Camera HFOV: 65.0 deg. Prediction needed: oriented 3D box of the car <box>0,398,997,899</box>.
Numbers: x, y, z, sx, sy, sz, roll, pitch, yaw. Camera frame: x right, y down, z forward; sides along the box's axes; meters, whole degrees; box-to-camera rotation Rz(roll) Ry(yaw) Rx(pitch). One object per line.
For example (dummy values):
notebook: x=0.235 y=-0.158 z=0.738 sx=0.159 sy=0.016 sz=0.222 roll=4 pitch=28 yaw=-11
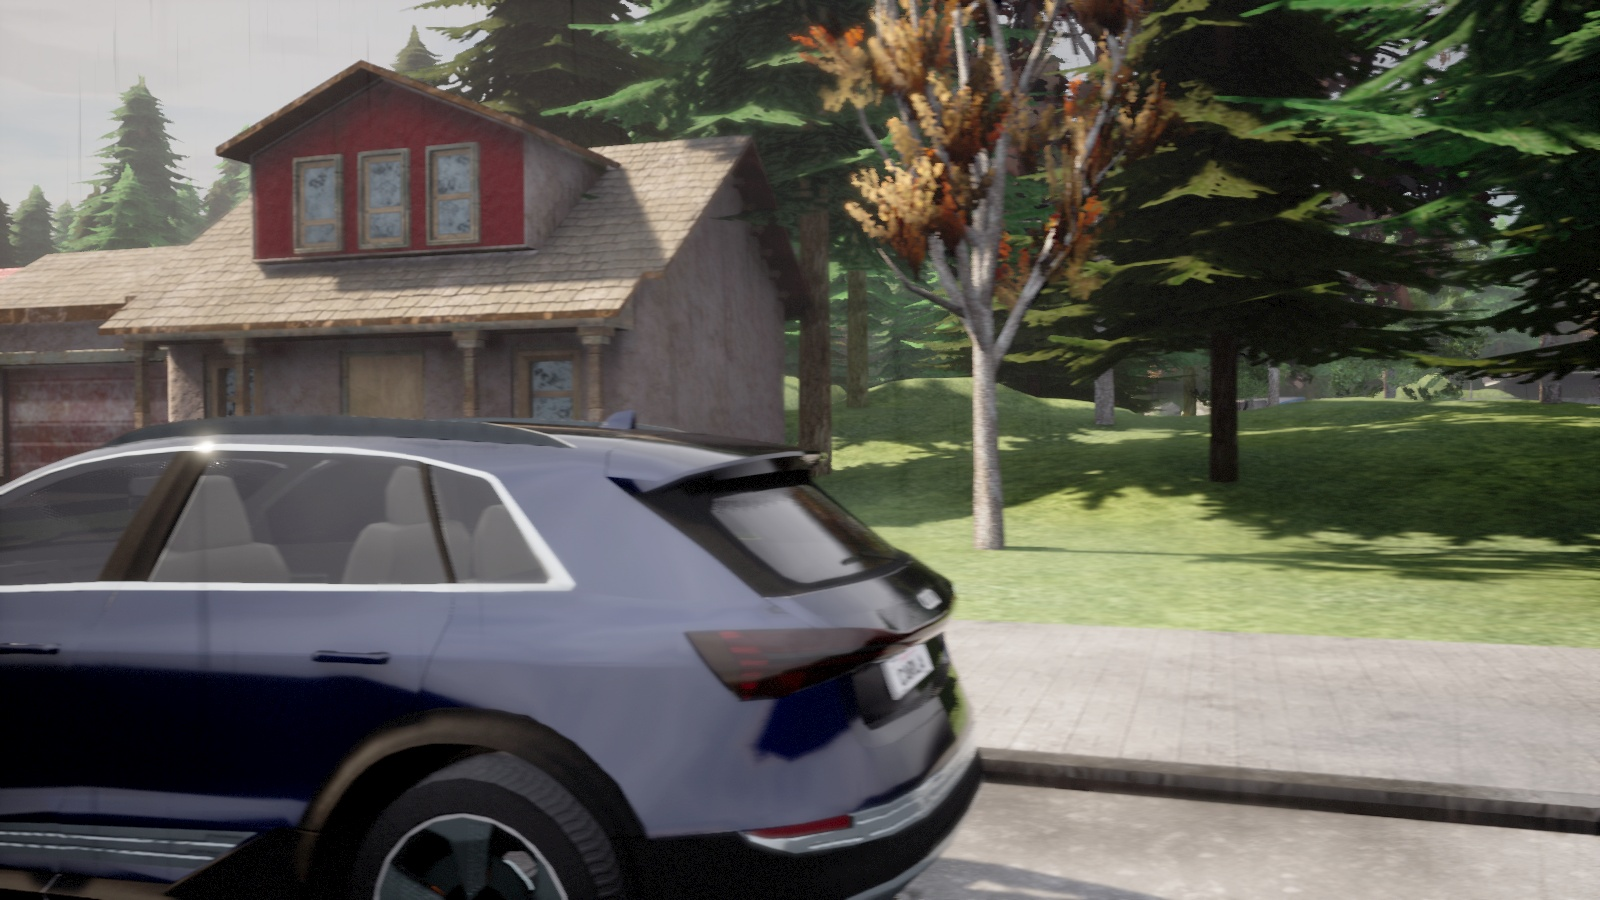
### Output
car: x=-1.907 y=0.680 z=4.368 sx=4.856 sy=1.649 sz=2.033 roll=1 pitch=1 yaw=18
